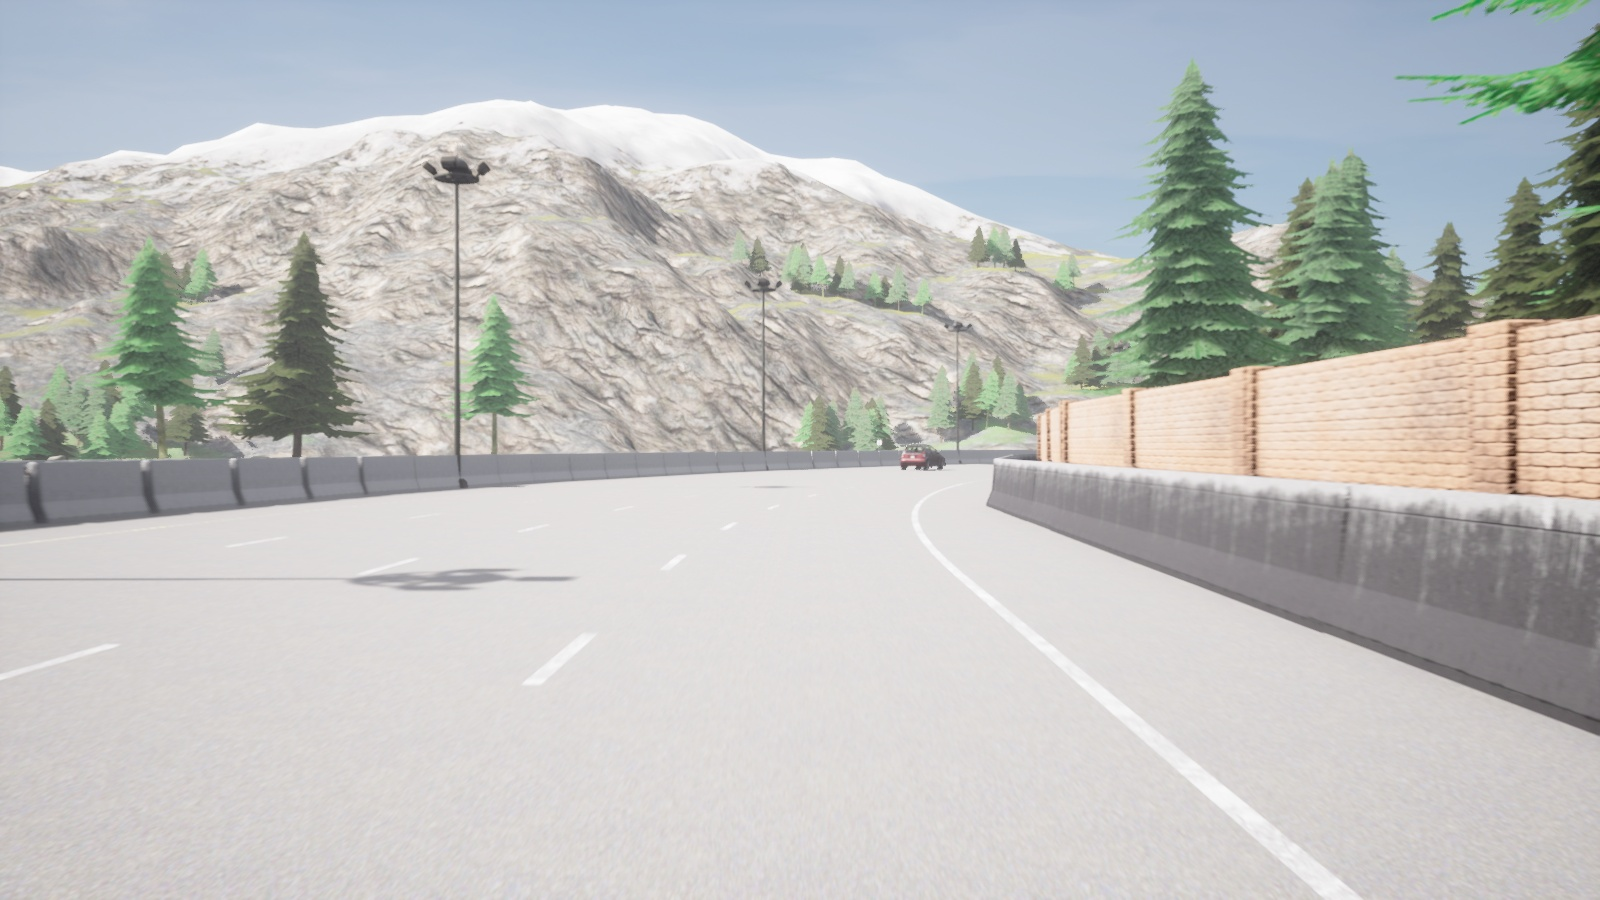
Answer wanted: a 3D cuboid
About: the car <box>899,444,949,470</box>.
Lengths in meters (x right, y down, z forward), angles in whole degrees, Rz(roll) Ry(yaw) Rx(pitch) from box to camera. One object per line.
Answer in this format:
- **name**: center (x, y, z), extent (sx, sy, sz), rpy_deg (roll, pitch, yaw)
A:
- **car**: center (7.800, 0.420, 78.633), extent (1.851, 1.617, 3.988), rpy_deg (0, 0, 26)
